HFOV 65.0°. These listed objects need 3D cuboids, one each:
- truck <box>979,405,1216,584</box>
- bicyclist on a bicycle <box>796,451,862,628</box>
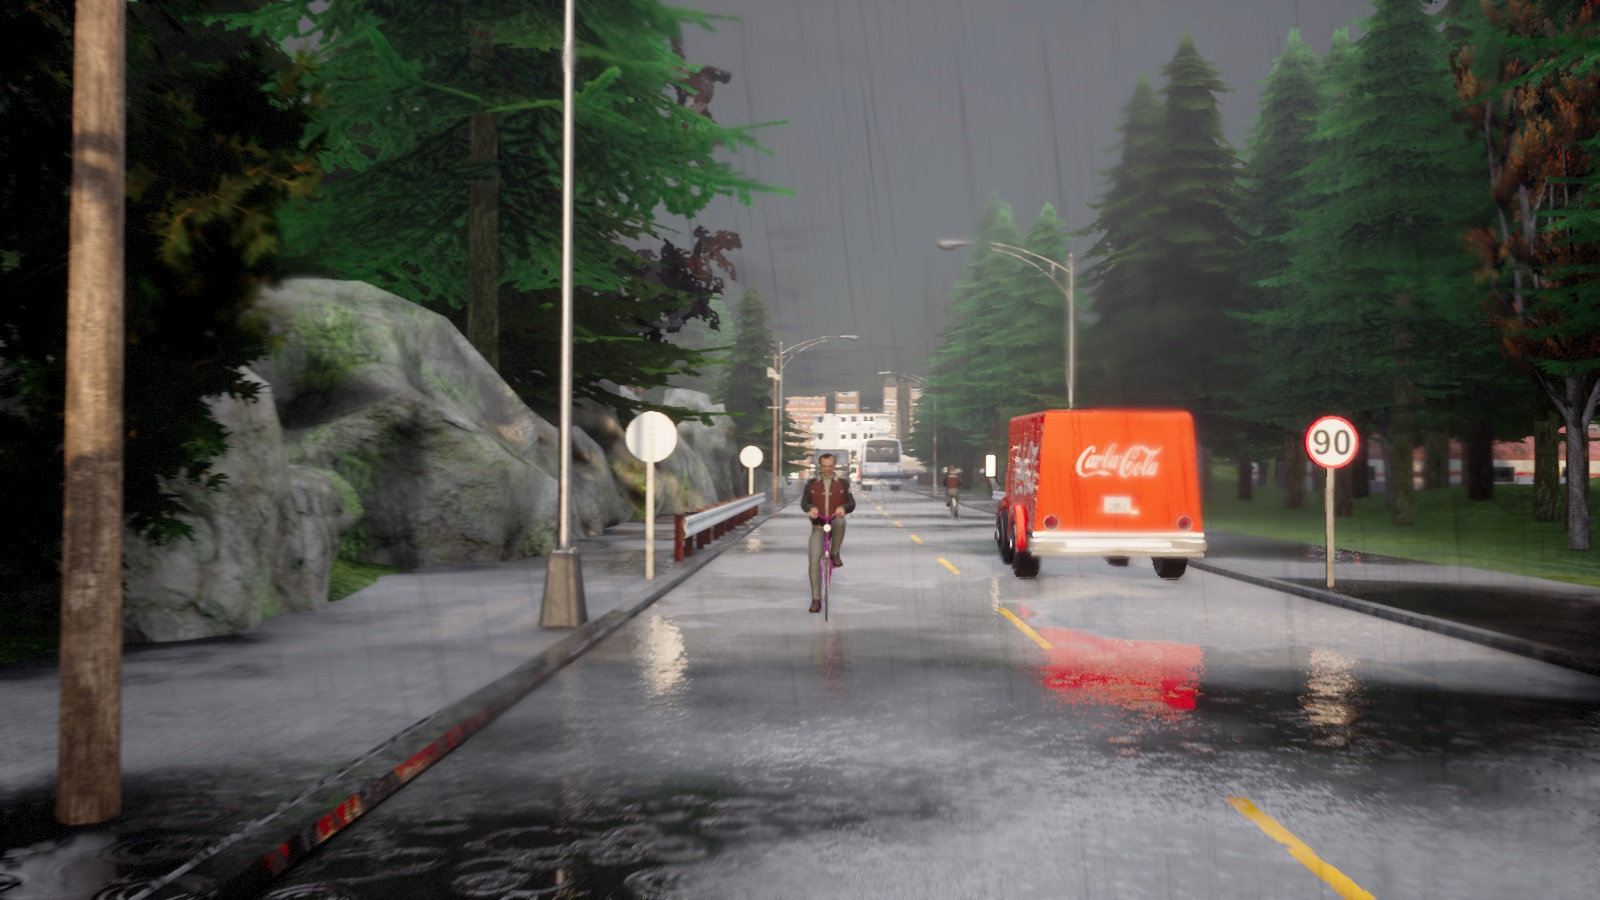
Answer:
[{"bbox_3d":[4.469,0.656,19.921,2.627,2.467,5.204,0,-1,1],"label":"truck"},{"bbox_3d":[0.312,0.915,13.545,0.659,1.776,1.843,0,-1,1],"label":"bicyclist on a bicycle"}]
